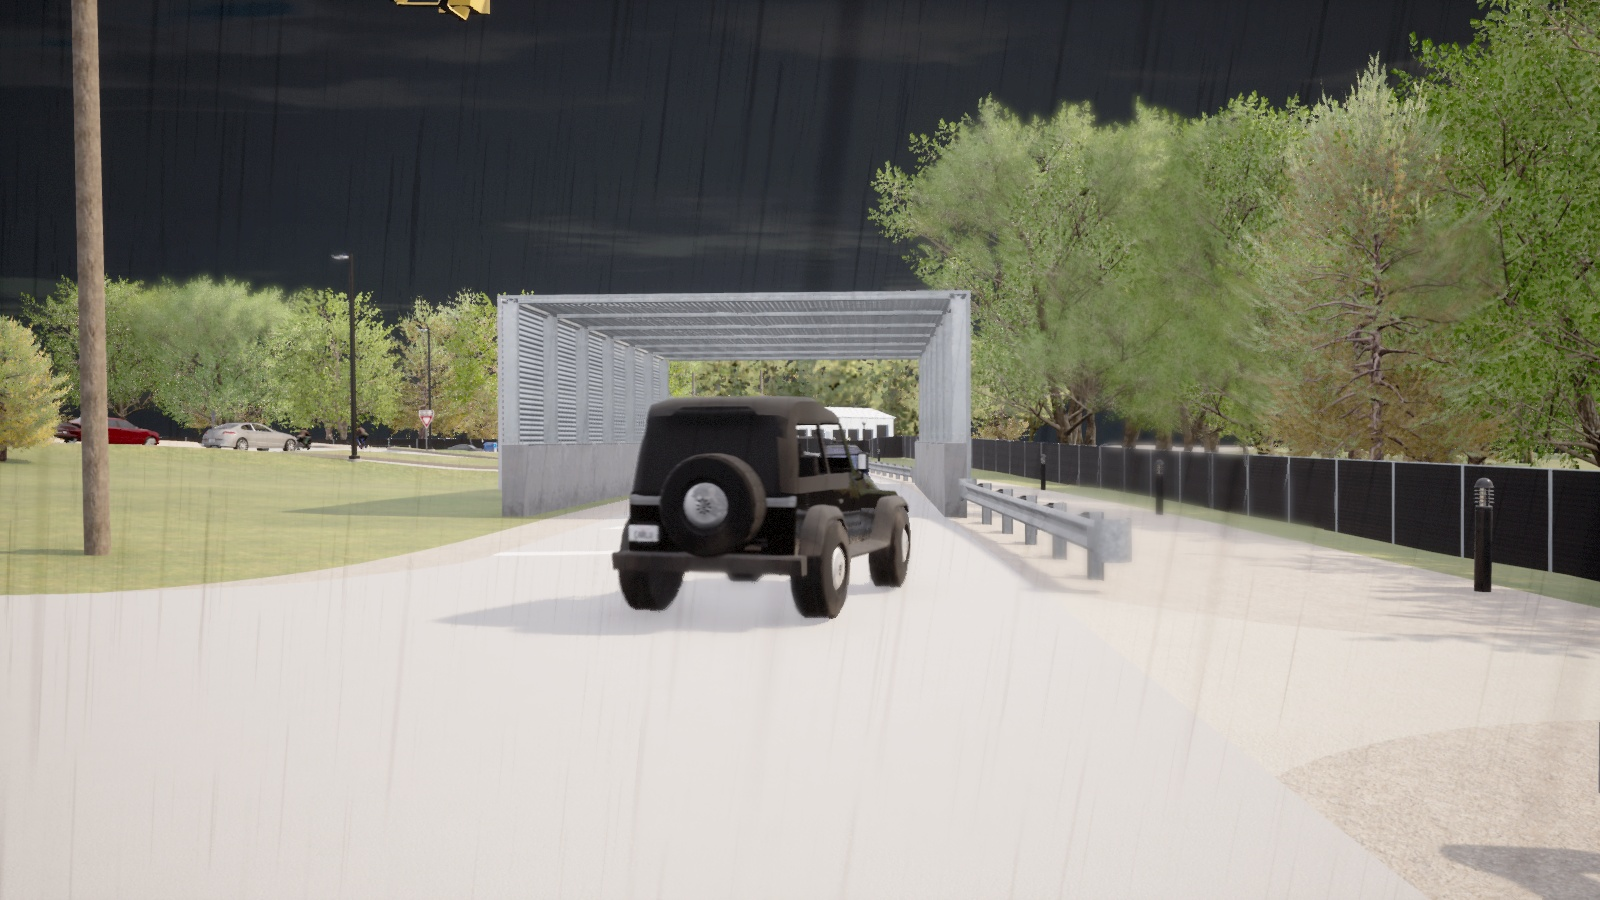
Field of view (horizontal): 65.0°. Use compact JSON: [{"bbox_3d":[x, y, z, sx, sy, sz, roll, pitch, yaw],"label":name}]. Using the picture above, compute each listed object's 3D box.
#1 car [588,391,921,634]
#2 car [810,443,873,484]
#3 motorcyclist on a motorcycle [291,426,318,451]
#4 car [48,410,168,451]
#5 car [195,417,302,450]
[{"bbox_3d":[-0.222,0.469,11.820,1.905,1.878,3.866,0,0,18],"label":"car"},{"bbox_3d":[1.475,0.467,46.577,2.033,1.411,5.357,0,0,-2],"label":"car"},{"bbox_3d":[-31.858,-0.753,80.752,0.797,1.523,2.044,-1,1,5],"label":"motorcyclist on a motorcycle"},{"bbox_3d":[-34.063,-0.940,61.978,1.882,1.535,5.008,6,0,20],"label":"car"},{"bbox_3d":[-28.711,-0.817,65.541,2.152,1.651,5.027,0,0,22],"label":"car"}]
